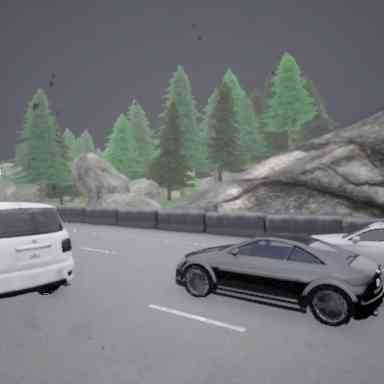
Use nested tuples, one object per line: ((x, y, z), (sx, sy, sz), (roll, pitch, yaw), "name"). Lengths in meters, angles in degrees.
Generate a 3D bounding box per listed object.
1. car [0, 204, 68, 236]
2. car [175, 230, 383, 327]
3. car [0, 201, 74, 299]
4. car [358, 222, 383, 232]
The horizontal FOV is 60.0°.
((-9.511, 1.535, 19.365), (4.892, 1.490, 1.837), (0, 0, 35), "car")
((1.685, 1.569, 7.088), (4.181, 1.385, 1.994), (0, 0, 35), "car")
((-5.019, 1.235, 7.583), (5.566, 2.045, 2.150), (0, 0, 36), "car")
((5.163, 1.528, 8.908), (4.674, 1.442, 1.812), (0, 0, 35), "car")
